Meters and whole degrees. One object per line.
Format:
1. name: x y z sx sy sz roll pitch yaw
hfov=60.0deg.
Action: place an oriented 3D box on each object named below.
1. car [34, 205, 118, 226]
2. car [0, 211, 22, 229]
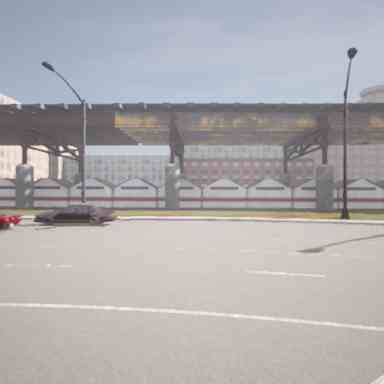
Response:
1. car: -7.867 1.582 22.924 5.357 1.411 2.033 0 0 -3
2. car: -12.653 1.605 19.319 4.718 1.301 1.895 0 0 0
